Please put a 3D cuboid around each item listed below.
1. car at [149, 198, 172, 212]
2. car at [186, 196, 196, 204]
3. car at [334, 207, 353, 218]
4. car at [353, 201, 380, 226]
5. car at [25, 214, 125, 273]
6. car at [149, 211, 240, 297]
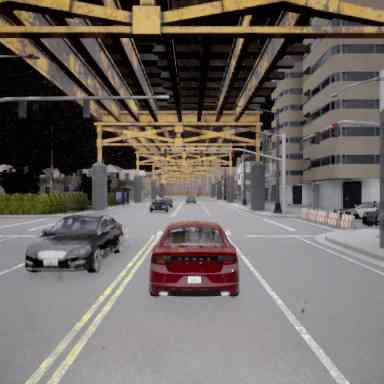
[{"bbox_3d":[-3.684,1.564,38.282,1.994,1.385,4.181,0,0,0],"label":"car"},{"bbox_3d":[-0.153,1.547,63.319,2.033,1.411,5.357,0,0,0],"label":"car"},{"bbox_3d":[13.574,1.295,25.481,4.536,1.218,1.853,0,0,25],"label":"car"},{"bbox_3d":[13.211,1.453,21.343,4.974,1.542,2.038,0,0,-20],"label":"car"},{"bbox_3d":[-3.481,1.491,10.735,2.128,1.511,4.902,0,0,1],"label":"car"},{"bbox_3d":[0.053,1.478,8.643,1.882,1.535,5.008,0,0,0],"label":"car"}]
